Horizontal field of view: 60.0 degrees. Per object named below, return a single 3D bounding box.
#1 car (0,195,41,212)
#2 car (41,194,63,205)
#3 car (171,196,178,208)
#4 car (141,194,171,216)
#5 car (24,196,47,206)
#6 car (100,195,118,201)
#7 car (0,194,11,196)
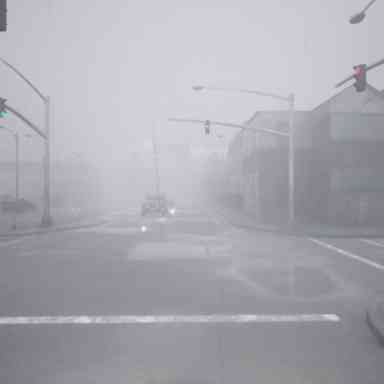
[{"bbox_3d":[-18.824,1.449,36.415,2.007,1.523,4.514,0,0,0],"label":"car"},{"bbox_3d":[-22.479,1.207,54.294,1.905,1.878,3.866,0,0,0],"label":"car"},{"bbox_3d":[-3.450,1.547,47.720,1.895,1.301,4.718,0,0,0],"label":"car"},{"bbox_3d":[-3.512,1.185,32.248,2.150,2.045,5.566,0,0,0],"label":"car"},{"bbox_3d":[-25.803,1.491,54.906,1.970,1.475,3.806,0,0,0],"label":"car"},{"bbox_3d":[-21.932,1.572,88.295,4.611,1.667,2.242,0,0,0],"label":"car"},{"bbox_3d":[-25.765,1.237,46.426,1.932,1.855,4.605,0,0,0],"label":"car"}]
